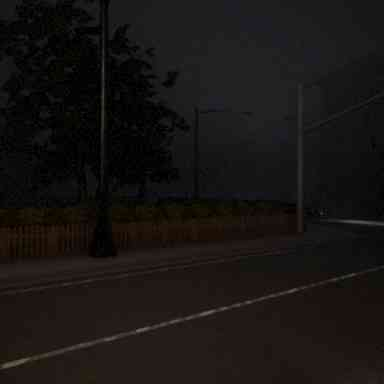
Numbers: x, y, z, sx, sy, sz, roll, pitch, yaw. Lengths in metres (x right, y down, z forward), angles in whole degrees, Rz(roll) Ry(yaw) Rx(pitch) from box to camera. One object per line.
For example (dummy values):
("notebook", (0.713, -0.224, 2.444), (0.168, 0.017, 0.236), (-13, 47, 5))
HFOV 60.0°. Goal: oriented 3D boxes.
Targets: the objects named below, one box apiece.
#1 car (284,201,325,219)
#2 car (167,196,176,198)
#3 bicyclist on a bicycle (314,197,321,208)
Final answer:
("car", (9.885, 1.614, 30.905), (2.128, 1.511, 4.902), (0, 0, -35))
("car", (-3.738, 1.498, 57.160), (2.097, 1.767, 4.553), (0, 0, -35))
("bicyclist on a bicycle", (15.725, 1.479, 41.782), (1.656, 1.620, 0.582), (0, 0, -35))
